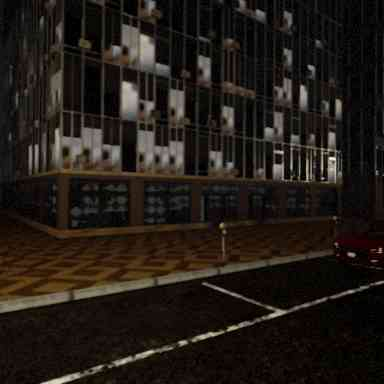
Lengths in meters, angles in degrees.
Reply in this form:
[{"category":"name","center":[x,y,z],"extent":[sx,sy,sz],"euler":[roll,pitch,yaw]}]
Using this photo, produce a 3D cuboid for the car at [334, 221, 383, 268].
[{"category":"car","center":[6.622,1.659,11.285],"extent":[4.507,1.381,1.887],"euler":[1,0,-36]}]
